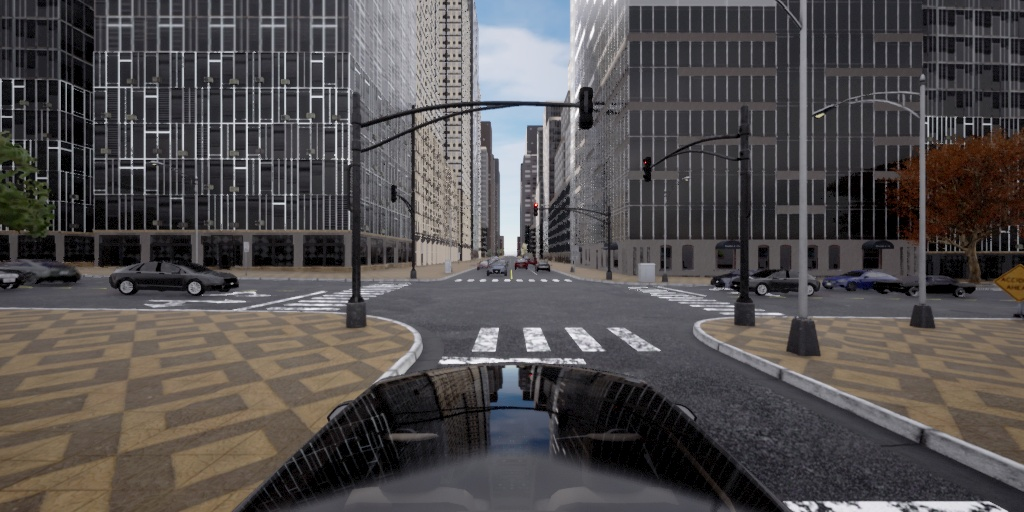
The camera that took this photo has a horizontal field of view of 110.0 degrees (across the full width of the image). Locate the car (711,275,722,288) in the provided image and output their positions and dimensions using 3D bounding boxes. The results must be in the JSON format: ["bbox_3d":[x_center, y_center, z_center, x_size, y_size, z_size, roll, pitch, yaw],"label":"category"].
[{"bbox_3d":[16.155,1.626,24.851,4.181,1.385,1.994,1,0,-3],"label":"car"}]

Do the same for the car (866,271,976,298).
[{"bbox_3d":[25.125,1.825,22.022,4.718,1.301,1.895,1,0,-3],"label":"car"}]

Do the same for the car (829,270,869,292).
[{"bbox_3d":[24.555,1.738,25.245,4.674,1.442,1.812,1,0,-3],"label":"car"}]

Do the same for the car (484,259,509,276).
[{"bbox_3d":[-1.520,1.326,37.047,1.994,1.385,4.181,0,0,0],"label":"car"}]

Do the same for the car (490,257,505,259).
[{"bbox_3d":[-1.560,1.262,45.880,1.837,1.490,4.892,0,0,0],"label":"car"}]

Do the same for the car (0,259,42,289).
[{"bbox_3d":[-25.298,0.800,16.197,4.902,1.511,2.128,1,0,-3],"label":"car"}]

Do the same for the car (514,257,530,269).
[{"bbox_3d":[1.332,1.229,55.346,1.882,1.535,5.008,0,0,0],"label":"car"}]

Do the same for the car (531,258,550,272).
[{"bbox_3d":[3.898,1.323,45.983,1.948,1.339,4.313,0,0,0],"label":"car"}]

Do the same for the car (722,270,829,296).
[{"bbox_3d":[15.785,1.562,21.590,4.892,1.490,1.837,1,0,-4],"label":"car"}]

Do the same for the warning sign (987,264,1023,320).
[{"bbox_3d":[17.268,1.203,12.189,1.060,1.860,1.300,0,0,-3],"label":"warning sign"}]

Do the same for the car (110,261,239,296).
[{"bbox_3d":[-15.516,0.992,16.653,4.892,1.490,1.837,1,0,-3],"label":"car"}]

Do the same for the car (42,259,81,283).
[{"bbox_3d":[-26.582,0.848,19.589,4.181,1.385,1.994,1,0,-3],"label":"car"}]

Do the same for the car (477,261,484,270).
[{"bbox_3d":[-4.059,1.336,51.470,1.802,1.307,4.207,0,0,0],"label":"car"}]
